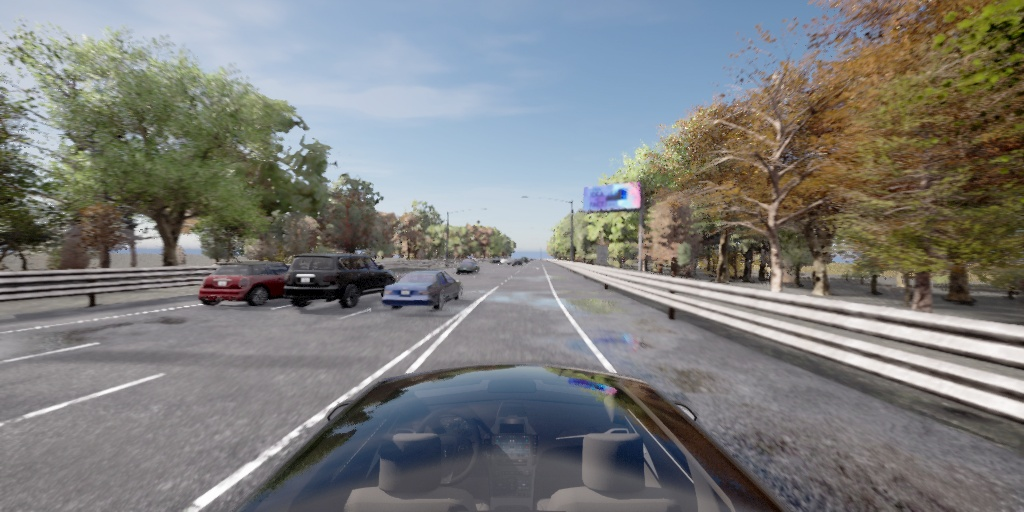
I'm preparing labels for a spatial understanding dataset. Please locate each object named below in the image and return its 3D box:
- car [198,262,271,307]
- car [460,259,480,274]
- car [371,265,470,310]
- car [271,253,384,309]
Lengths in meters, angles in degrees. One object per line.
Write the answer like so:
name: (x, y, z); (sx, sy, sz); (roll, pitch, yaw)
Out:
car: (-10.332, 1.022, 15.106); (2.097, 1.767, 4.553); (0, 0, 4)
car: (-4.904, 1.296, 40.450); (1.994, 1.385, 4.181); (0, 0, 4)
car: (-3.370, 1.278, 14.495); (2.033, 1.411, 5.357); (0, 0, 4)
car: (-6.838, 0.923, 14.889); (2.150, 2.045, 5.566); (1, 0, 4)
